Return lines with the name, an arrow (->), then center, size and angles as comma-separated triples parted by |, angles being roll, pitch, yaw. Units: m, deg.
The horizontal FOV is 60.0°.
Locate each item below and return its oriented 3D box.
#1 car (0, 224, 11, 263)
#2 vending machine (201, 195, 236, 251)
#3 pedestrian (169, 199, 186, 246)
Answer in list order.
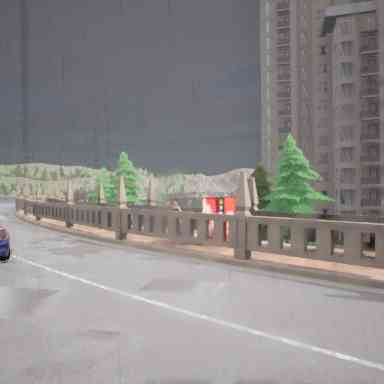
car -> -7.788, 1.348, 11.050 | 4.553, 1.767, 2.097 | 0, 0, 44
vending machine -> 1.072, 1.186, 13.209 | 0.880, 2.100, 1.100 | -1, 0, 41
pedestrian -> -0.604, 1.132, 12.849 | 0.375, 1.860, 0.375 | -1, -1, 42
